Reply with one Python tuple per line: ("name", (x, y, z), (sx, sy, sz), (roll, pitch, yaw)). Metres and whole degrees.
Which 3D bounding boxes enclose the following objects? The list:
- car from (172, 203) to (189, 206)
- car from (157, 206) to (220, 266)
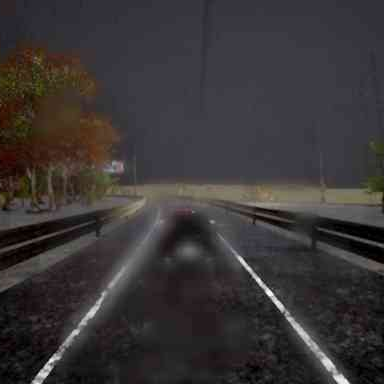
("car", (-1.075, 1.664, 30.415), (1.895, 1.301, 4.718), (0, 0, -4))
("car", (-0.147, 1.499, 11.747), (1.882, 1.535, 5.008), (0, 0, -2))
